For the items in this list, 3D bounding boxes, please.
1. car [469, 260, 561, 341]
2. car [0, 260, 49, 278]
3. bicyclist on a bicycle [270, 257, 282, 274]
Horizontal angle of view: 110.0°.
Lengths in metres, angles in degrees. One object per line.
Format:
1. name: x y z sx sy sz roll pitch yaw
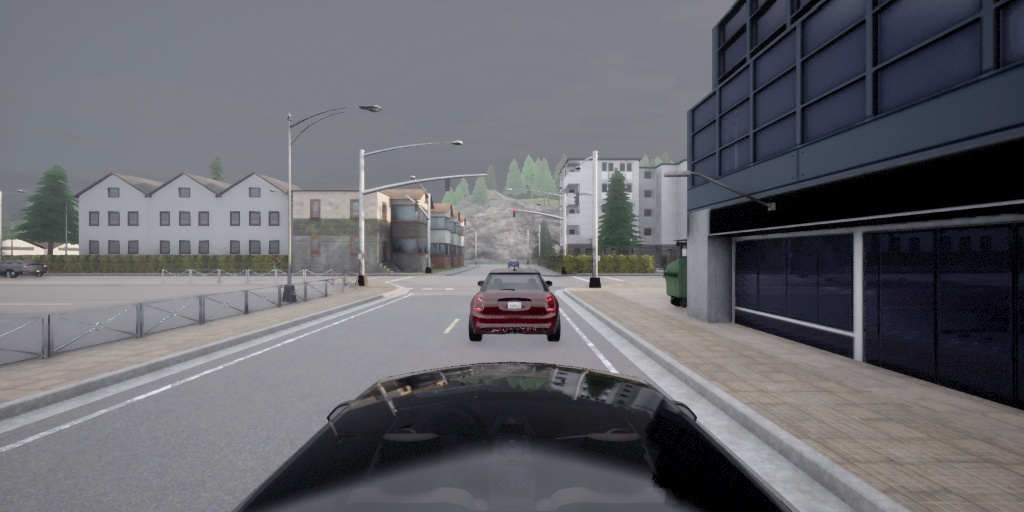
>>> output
1. car: 0.081 1.102 9.993 2.097 1.767 4.553 0 0 1
2. car: -42.115 1.065 30.065 4.902 1.511 2.128 0 0 0
3. bicyclist on a bicycle: -22.226 0.874 33.826 0.582 1.620 1.656 0 0 0
